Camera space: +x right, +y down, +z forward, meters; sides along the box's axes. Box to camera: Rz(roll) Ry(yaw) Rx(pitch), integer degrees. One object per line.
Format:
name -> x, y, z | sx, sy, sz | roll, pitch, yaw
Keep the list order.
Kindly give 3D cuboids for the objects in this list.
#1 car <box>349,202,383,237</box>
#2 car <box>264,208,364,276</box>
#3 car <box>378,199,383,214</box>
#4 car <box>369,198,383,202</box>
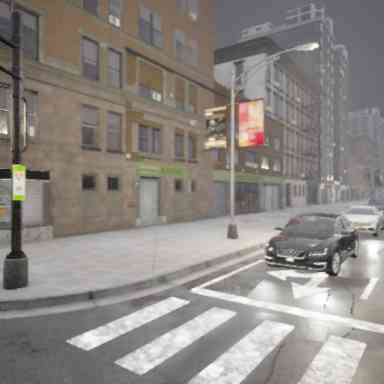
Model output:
car -> 9.195, 1.463, 18.030 | 1.812, 1.442, 4.674 | 0, 0, 35
car -> 3.896, 1.461, 10.433 | 1.837, 1.490, 4.892 | 0, 0, 36
car -> 20.220, 1.433, 33.748 | 1.812, 1.442, 4.674 | 0, 0, 35
car -> 14.377, 1.274, 25.428 | 2.097, 1.767, 4.553 | 0, 0, 35
